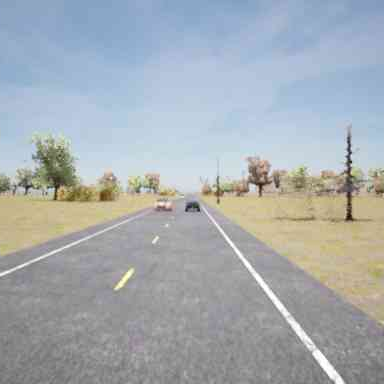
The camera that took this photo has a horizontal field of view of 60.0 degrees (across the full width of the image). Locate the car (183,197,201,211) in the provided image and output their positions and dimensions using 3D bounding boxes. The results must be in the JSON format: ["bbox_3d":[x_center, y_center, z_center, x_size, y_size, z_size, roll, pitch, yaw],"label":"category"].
[{"bbox_3d":[0.095,1.650,43.539,1.837,1.490,4.892,0,0,0],"label":"car"}]

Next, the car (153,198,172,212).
[{"bbox_3d":[-3.590,1.489,41.132,2.097,1.767,4.553,0,0,0],"label":"car"}]

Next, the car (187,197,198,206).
[{"bbox_3d":[0.093,1.752,62.182,2.033,1.411,5.357,0,0,0],"label":"car"}]
